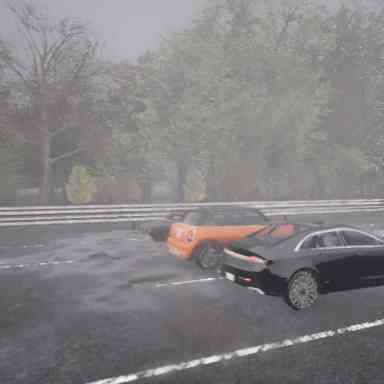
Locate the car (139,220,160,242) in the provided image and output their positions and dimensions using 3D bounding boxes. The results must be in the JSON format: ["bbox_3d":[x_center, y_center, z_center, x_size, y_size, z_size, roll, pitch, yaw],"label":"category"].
[{"bbox_3d":[0.294,1.453,13.866,4.718,1.301,1.895,0,1,-23],"label":"car"}]

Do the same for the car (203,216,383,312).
[{"bbox_3d":[2.967,1.415,7.397,4.902,1.511,2.128,0,1,-23],"label":"car"}]

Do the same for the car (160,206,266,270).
[{"bbox_3d":[1.551,1.241,10.596,4.553,1.767,2.097,0,1,-23],"label":"car"}]
